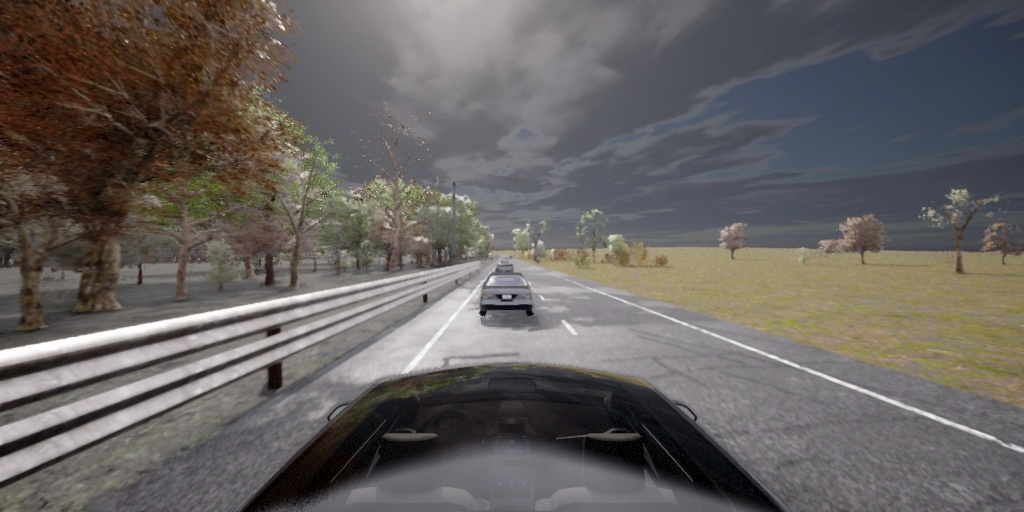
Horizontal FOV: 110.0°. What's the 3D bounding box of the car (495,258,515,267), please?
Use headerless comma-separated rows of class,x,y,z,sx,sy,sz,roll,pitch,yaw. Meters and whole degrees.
car,-0.707,1.281,37.567,2.128,1.511,4.902,0,0,-1

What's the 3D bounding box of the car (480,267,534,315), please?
car,-0.214,1.310,13.571,2.033,1.411,5.357,0,0,-1
